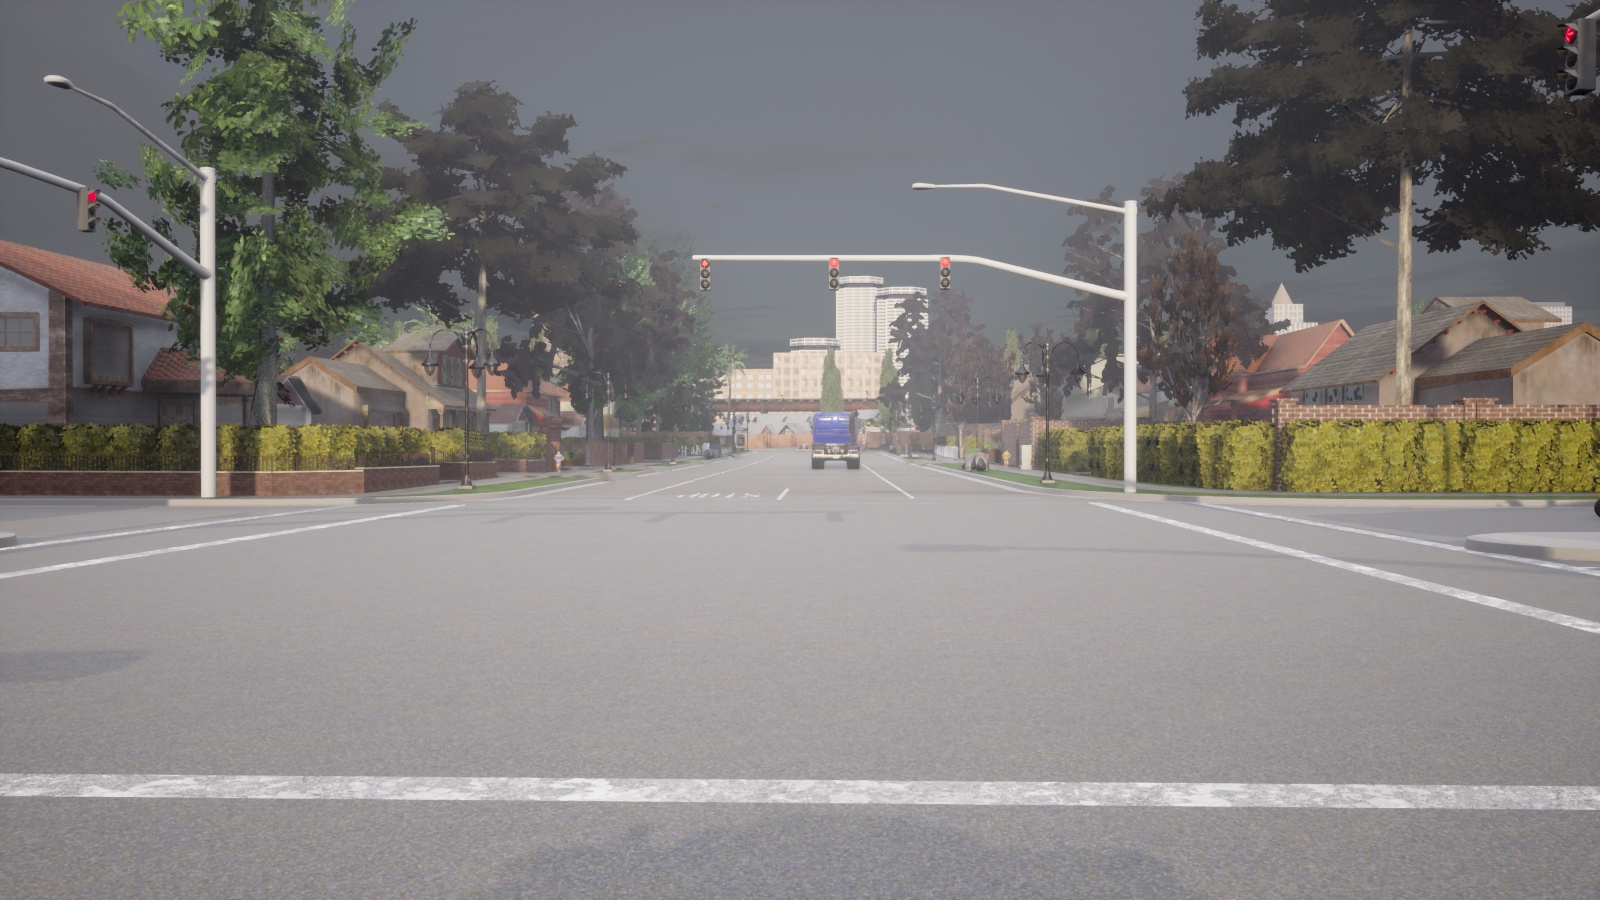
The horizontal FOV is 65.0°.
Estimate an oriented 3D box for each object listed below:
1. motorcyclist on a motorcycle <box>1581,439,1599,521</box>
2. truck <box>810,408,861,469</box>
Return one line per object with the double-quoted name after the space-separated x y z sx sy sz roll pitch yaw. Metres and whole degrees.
16.364 0.575 24.398 1.817 1.590 0.866 0 0 1 "motorcyclist on a motorcycle"
2.114 -0.658 75.139 2.891 3.462 7.936 0 0 1 "truck"
